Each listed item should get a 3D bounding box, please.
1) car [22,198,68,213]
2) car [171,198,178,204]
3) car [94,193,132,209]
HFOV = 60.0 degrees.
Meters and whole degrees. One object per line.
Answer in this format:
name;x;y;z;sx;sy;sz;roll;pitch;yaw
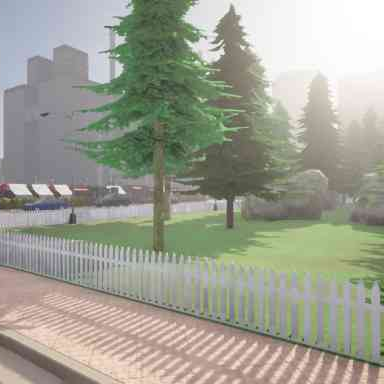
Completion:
car;-16.542;1.478;37.612;1.882;1.535;5.008;0;0;34
car;-4.320;1.352;55.614;2.097;1.767;4.553;0;0;35
car;-10.844;1.222;46.042;2.150;2.045;5.566;0;0;34
